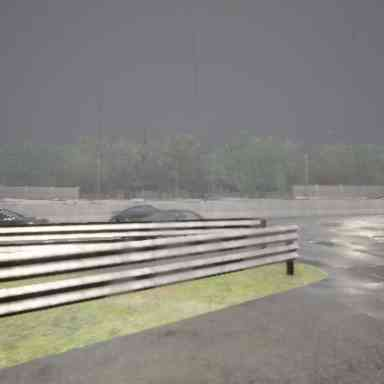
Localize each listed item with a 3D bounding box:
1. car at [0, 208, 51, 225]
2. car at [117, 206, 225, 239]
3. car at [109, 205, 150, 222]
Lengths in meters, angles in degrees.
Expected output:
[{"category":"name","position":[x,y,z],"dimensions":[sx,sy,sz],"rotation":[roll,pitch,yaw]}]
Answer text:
[{"category":"car","position":[-9.583,1.545,16.390],"dimensions":[4.892,1.490,1.837],"rotation":[0,0,-13]},{"category":"car","position":[-0.514,1.514,14.962],"dimensions":[5.357,1.411,2.033],"rotation":[0,0,-13]},{"category":"car","position":[-2.970,1.547,21.574],"dimensions":[4.674,1.442,1.812],"rotation":[0,0,-13]}]
